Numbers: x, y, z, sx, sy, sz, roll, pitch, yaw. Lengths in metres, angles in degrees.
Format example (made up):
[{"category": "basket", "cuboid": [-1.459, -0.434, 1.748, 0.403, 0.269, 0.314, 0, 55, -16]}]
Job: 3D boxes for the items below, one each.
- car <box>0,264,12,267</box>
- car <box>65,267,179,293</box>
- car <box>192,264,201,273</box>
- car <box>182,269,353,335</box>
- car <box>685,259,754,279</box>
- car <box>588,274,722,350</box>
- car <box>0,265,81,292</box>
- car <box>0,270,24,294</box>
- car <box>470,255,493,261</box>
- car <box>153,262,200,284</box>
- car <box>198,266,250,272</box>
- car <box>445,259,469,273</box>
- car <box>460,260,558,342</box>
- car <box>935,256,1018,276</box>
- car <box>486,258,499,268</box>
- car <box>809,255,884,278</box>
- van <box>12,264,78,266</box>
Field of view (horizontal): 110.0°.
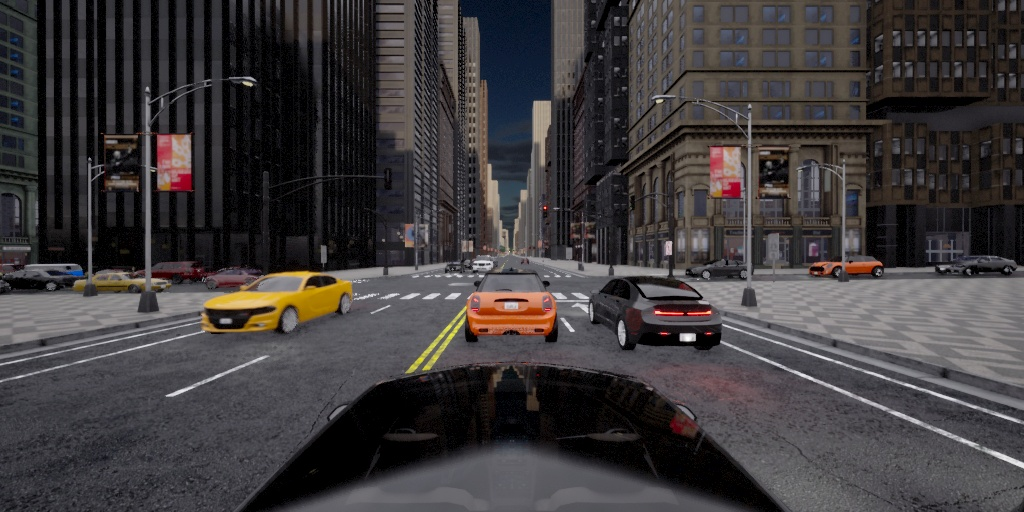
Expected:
[{"category": "car", "cuboid": [-44.386, 1.624, 30.634, 5.009, 1.841, 2.192, 0, 0, 0]}, {"category": "car", "cuboid": [-23.878, 1.595, 22.084, 4.829, 1.417, 1.751, 0, 0, 0]}, {"category": "car", "cuboid": [-24.037, 1.578, 30.611, 4.507, 1.381, 1.888, 0, 0, 0]}, {"category": "car", "cuboid": [-6.592, 1.227, 10.749, 1.882, 1.535, 5.008, 0, 0, 0]}, {"category": "car", "cuboid": [16.129, 1.006, 27.976, 4.892, 1.490, 1.837, -1, 0, 0]}, {"category": "car", "cuboid": [3.236, 1.254, 9.036, 1.837, 1.490, 4.892, 0, 0, 0]}, {"category": "car", "cuboid": [-32.274, 1.648, 24.745, 5.008, 1.535, 1.882, -1, 0, 0]}, {"category": "car", "cuboid": [-33.819, 1.753, 22.083, 4.403, 1.370, 2.007, 0, 0, 0]}, {"category": "car", "cuboid": [-3.444, 0.956, 43.292, 2.150, 2.045, 5.566, 0, 0, 0]}, {"category": "car", "cuboid": [-29.125, 1.417, 30.617, 5.009, 1.841, 2.192, 0, 0, 0]}, {"category": "car", "cuboid": [-18.545, 1.547, 24.741, 4.181, 1.385, 1.994, -1, 0, 0]}, {"category": "car", "cuboid": [-6.692, 1.299, 42.450, 1.994, 1.385, 4.181, 0, 0, 0]}, {"category": "car", "cuboid": [-0.006, 1.102, 9.897, 2.097, 1.767, 4.553, 0, 0, 0]}, {"category": "car", "cuboid": [36.092, 0.726, 27.979, 4.902, 1.511, 2.128, -1, 0, 0]}, {"category": "car", "cuboid": [-3.456, 1.206, 63.531, 2.128, 1.511, 4.902, 0, 0, 0]}, {"category": "car", "cuboid": [25.956, 0.721, 27.978, 4.553, 1.767, 2.097, -1, 0, 0]}, {"category": "van", "cuboid": [-39.299, 1.581, 30.628, 3.998, 1.789, 1.690, 0, 0, 0]}]
